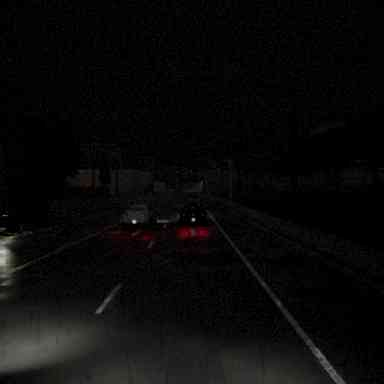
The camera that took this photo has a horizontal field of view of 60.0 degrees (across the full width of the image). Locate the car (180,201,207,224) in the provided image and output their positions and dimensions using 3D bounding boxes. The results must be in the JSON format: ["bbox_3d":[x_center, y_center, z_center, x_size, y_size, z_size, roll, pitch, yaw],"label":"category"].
[{"bbox_3d":[0.098,1.569,24.715,1.895,1.301,4.718,0,0,0],"label":"car"}]

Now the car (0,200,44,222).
[{"bbox_3d":[-14.071,1.461,26.991,1.837,1.490,4.892,0,0,0],"label":"car"}]

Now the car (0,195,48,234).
[{"bbox_3d":[-10.596,1.221,19.774,2.150,2.045,5.566,0,0,0],"label":"car"}]

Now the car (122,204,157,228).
[{"bbox_3d":[-3.406,1.511,21.935,1.812,1.442,4.674,0,0,0],"label":"car"}]

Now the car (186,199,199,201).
[{"bbox_3d":[0.097,1.445,39.213,1.895,1.301,4.718,0,1,0],"label":"car"}]
